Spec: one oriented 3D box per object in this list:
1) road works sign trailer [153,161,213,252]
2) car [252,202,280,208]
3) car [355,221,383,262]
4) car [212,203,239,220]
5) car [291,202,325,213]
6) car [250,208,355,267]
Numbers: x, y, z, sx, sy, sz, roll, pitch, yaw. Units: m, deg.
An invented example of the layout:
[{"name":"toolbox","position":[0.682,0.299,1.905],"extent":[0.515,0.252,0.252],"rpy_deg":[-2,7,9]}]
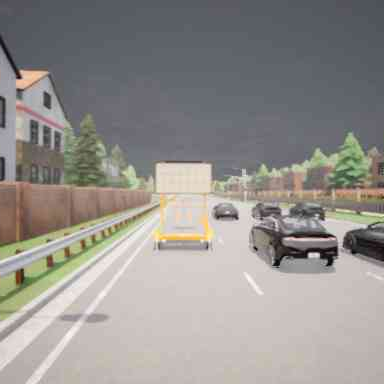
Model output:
[{"name":"road works sign trailer","position":[-0.355,0.493,13.995],"extent":[2.380,3.560,2.880],"rpy_deg":[0,0,-1]},{"name":"car","position":[6.397,1.608,28.810],"extent":[1.837,1.490,4.892],"rpy_deg":[0,0,-1]},{"name":"car","position":[6.807,1.631,11.093],"extent":[1.994,1.385,4.181],"rpy_deg":[0,0,-1]},{"name":"car","position":[2.882,1.647,29.416],"extent":[1.994,1.385,4.181],"rpy_deg":[0,0,-1]},{"name":"car","position":[9.896,1.630,28.886],"extent":[1.837,1.490,4.892],"rpy_deg":[0,0,-1]},{"name":"car","position":[3.295,1.538,11.560],"extent":[2.128,1.511,4.902],"rpy_deg":[0,0,-1]}]
